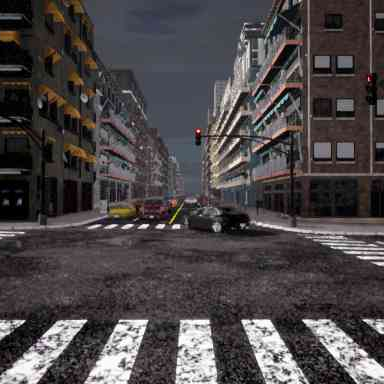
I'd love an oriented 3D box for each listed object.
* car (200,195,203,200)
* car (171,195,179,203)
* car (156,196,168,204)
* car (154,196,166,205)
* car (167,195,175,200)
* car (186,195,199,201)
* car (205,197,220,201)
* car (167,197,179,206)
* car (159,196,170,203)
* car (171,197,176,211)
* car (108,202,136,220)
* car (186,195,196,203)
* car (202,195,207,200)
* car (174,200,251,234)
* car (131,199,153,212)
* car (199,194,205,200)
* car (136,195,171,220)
[{"bbox_3d":[2.530,1.597,50.140,1.802,1.307,4.206,1,0,0],"label":"car"},{"bbox_3d":[-3.249,1.366,47.397,2.097,1.767,4.553,0,0,0],"label":"car"},{"bbox_3d":[-5.906,1.573,66.697,2.008,1.369,4.403,1,0,0],"label":"car"},{"bbox_3d":[-5.887,1.545,61.003,1.752,1.417,4.829,1,0,0],"label":"car"},{"bbox_3d":[-5.998,1.589,94.313,2.008,1.369,4.403,1,0,0],"label":"car"},{"bbox_3d":[-0.199,1.620,59.851,1.895,1.301,4.718,0,0,0],"label":"car"},{"bbox_3d":[2.586,1.554,33.570,1.887,1.381,4.507,1,0,0],"label":"car"},{"bbox_3d":[-3.253,1.619,57.256,1.895,1.301,4.718,0,0,0],"label":"car"},{"bbox_3d":[-5.925,1.570,72.220,1.887,1.381,4.507,1,0,0],"label":"car"},{"bbox_3d":[-3.227,1.558,37.608,2.033,1.411,5.357,0,0,0],"label":"car"},{"bbox_3d":[-5.776,1.532,27.862,1.752,1.417,4.829,1,0,0],"label":"car"},{"bbox_3d":[-0.233,1.480,69.828,2.128,1.511,4.902,0,0,0],"label":"car"},{"bbox_3d":[2.568,1.451,39.093,1.967,1.590,4.097,1,0,0],"label":"car"},{"bbox_3d":[1.250,1.505,19.441,1.837,1.490,4.892,-4,2,-36],"label":"car"},{"bbox_3d":[-5.814,1.555,39.079,1.887,1.381,4.507,1,0,0],"label":"car"},{"bbox_3d":[2.726,1.382,81.883,2.097,1.767,4.553,0,0,0],"label":"car"},{"bbox_3d":[-3.168,1.359,28.116,2.097,1.767,4.553,0,0,-1],"label":"car"}]
